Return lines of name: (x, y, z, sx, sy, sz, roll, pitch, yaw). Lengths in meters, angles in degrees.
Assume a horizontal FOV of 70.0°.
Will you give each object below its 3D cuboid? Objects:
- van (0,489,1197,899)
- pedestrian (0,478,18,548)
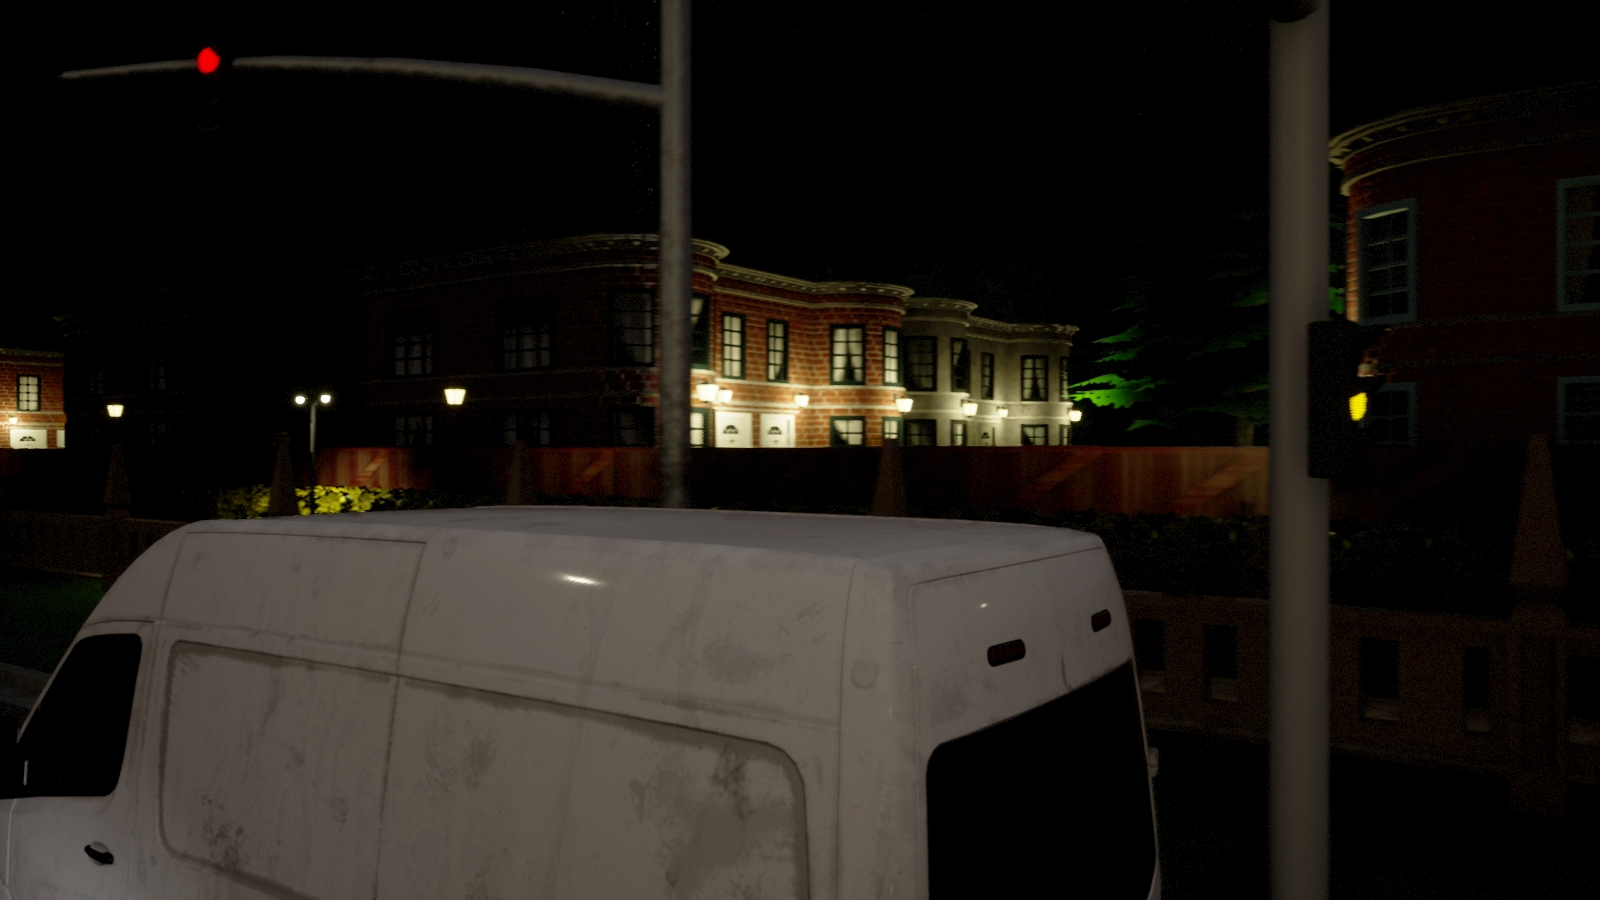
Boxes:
van: (-1.599, 1.533, 4.898, 5.915, 2.561, 1.988, 0, 0, 35)
pedestrian: (-21.319, 1.696, 30.721, 0.375, 1.860, 0.375, 0, 0, 33)
